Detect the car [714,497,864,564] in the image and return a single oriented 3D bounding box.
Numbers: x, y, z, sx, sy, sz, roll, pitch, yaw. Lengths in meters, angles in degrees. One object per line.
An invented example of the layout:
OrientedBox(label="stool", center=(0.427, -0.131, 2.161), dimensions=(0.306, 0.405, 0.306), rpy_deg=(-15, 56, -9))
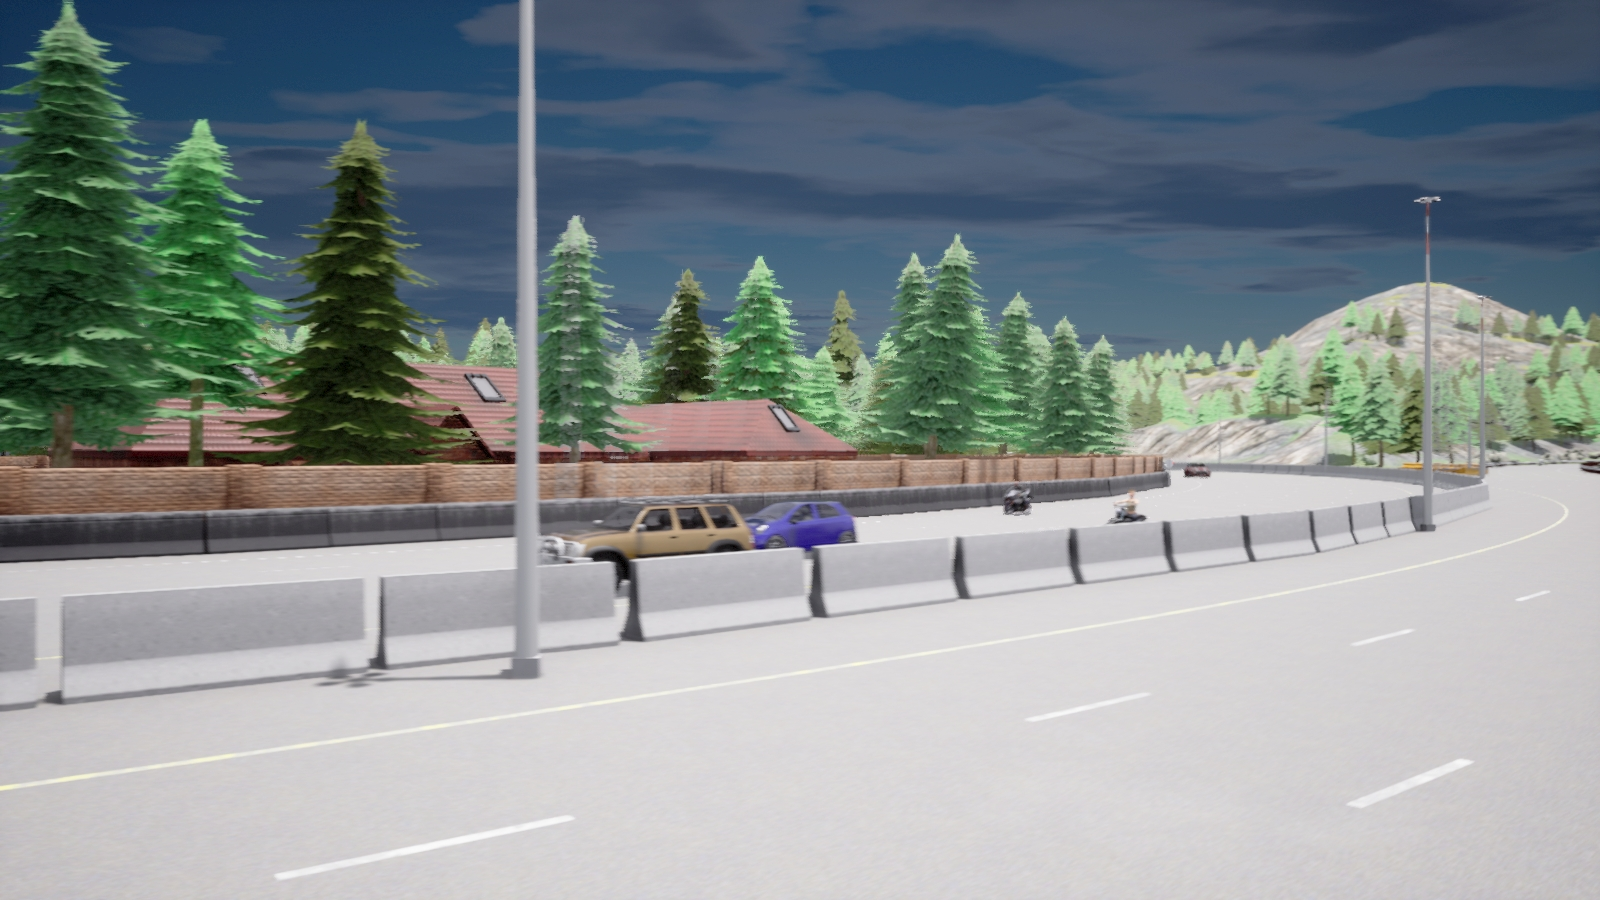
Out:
OrientedBox(label="car", center=(-0.249, 2.087, 30.266), dimensions=(3.633, 1.501, 1.845), rpy_deg=(0, 0, -41))

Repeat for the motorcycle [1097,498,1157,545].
OrientedBox(label="motorcycle", center=(10.166, 2.191, 35.495), dimensions=(0.764, 1.325, 2.356), rpy_deg=(-1, 0, 44))

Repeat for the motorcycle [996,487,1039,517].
OrientedBox(label="motorcycle", center=(9.562, 2.274, 50.140), dimensions=(0.867, 1.251, 2.209), rpy_deg=(-2, -1, 40))

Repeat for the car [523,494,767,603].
OrientedBox(label="car", center=(-3.085, 1.904, 23.319), dimensions=(4.605, 1.855, 1.932), rpy_deg=(0, 0, -40))
